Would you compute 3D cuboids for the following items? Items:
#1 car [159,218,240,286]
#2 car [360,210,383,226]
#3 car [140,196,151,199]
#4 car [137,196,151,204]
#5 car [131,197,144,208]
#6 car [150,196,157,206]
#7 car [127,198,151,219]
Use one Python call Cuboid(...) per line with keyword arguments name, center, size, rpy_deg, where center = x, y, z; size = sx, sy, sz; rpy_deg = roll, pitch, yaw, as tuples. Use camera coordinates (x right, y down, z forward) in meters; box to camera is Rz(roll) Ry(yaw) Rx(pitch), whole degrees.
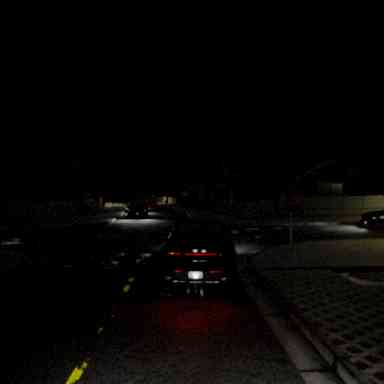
Cuboid(name="car", center=(0.267, 1.504, 9.414), size=(1.837, 1.490, 4.892), rpy_deg=(0, 0, 4))
Cuboid(name="car", center=(12.211, 1.234, 18.144), size=(5.357, 1.411, 2.033), rpy_deg=(-1, 1, 4))
Cuboid(name="car", center=(-6.433, 1.586, 40.825), size=(1.882, 1.535, 5.008), rpy_deg=(0, 0, -10))
Cuboid(name="car", center=(-10.323, 1.705, 70.857), size=(2.128, 1.511, 4.902), rpy_deg=(0, -1, -17))
Cuboid(name="car", center=(-8.758, 1.674, 52.998), size=(1.837, 1.490, 4.892), rpy_deg=(0, 1, -12))
Cuboid(name="car", center=(-7.687, 1.584, 61.086), size=(2.097, 1.767, 4.553), rpy_deg=(0, -1, -15))
Cuboid(name="car", center=(-4.930, 1.591, 30.530), size=(1.812, 1.442, 4.674), rpy_deg=(0, 0, -7))
